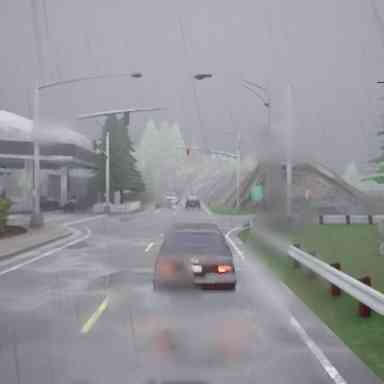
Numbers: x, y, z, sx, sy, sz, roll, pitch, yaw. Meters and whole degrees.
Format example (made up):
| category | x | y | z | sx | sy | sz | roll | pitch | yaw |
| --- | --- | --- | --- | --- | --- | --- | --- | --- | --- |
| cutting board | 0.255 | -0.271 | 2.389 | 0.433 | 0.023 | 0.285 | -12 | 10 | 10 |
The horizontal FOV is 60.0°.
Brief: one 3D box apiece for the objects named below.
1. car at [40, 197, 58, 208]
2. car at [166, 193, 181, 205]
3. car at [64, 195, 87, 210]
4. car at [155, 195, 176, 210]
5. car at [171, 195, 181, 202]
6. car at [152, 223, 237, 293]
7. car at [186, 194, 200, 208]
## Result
| category | x | y | z | sx | sy | sz | roll | pitch | yaw |
| --- | --- | --- | --- | --- | --- | --- | --- | --- | --- |
| car | -20.204 | 1.448 | 45.872 | 2.242 | 1.667 | 4.611 | 0 | 0 | -1 |
| car | -3.541 | 1.182 | 57.000 | 2.150 | 2.045 | 5.566 | 0 | 0 | 0 |
| car | -14.500 | 1.284 | 41.590 | 1.905 | 1.878 | 3.866 | 0 | 0 | -1 |
| car | -3.567 | 1.517 | 42.267 | 2.033 | 1.411 | 5.357 | 0 | 0 | 0 |
| car | -3.450 | 1.479 | 72.679 | 2.033 | 1.411 | 5.357 | 0 | 0 | 0 |
| car | 0.075 | 1.541 | 8.975 | 2.033 | 1.411 | 5.357 | 0 | 0 | 1 |
| car | 0.132 | 1.445 | 46.190 | 1.882 | 1.535 | 5.008 | 0 | 0 | 0 |
